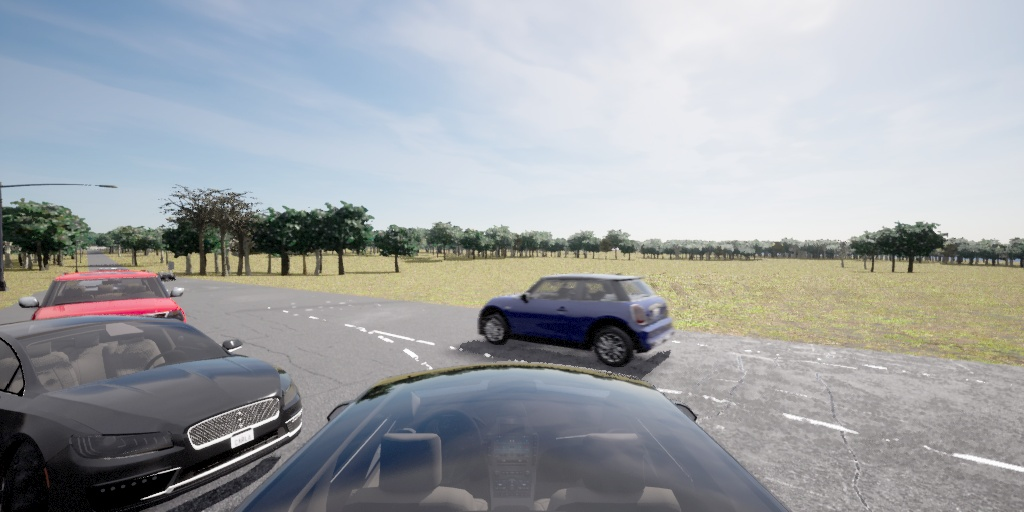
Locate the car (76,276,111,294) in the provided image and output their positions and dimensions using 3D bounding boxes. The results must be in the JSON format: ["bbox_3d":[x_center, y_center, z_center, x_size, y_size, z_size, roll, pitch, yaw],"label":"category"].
[{"bbox_3d":[-36.486,2.488,31.279,4.718,1.301,1.895,-1,0,41],"label":"car"}]

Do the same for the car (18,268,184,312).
[{"bbox_3d":[-9.578,1.385,8.536,5.566,2.045,2.150,-2,0,40],"label":"car"}]

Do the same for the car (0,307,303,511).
[{"bbox_3d":[-4.608,1.445,3.953,4.892,1.490,1.837,-3,-3,20],"label":"car"}]

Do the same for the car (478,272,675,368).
[{"bbox_3d":[1.278,1.209,8.560,4.553,1.767,2.097,-2,-1,40],"label":"car"}]
